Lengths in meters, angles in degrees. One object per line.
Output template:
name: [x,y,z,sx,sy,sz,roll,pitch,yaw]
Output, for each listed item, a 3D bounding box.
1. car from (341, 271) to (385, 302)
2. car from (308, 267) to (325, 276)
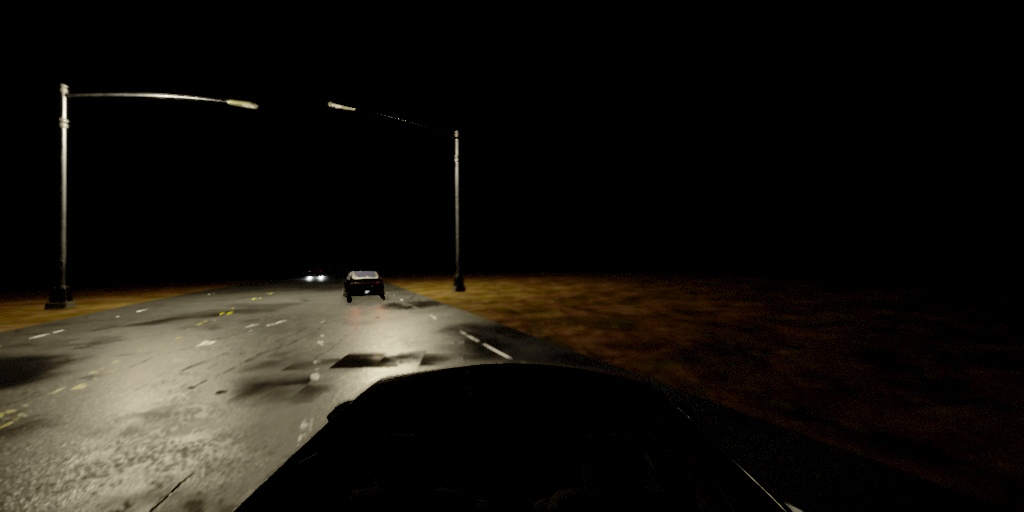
car: [-8.117,1.565,19.561,2.128,1.511,4.902,0,-1,-27]
car: [-28.475,2.218,52.251,1.895,1.301,4.718,0,-1,-24]
